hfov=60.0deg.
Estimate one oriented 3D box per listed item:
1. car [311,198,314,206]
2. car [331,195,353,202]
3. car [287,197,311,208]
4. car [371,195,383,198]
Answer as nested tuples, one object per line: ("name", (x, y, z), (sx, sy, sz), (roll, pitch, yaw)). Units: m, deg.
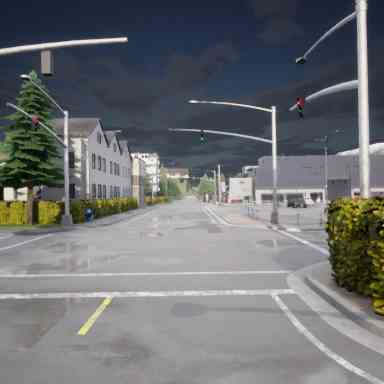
("car", (19.093, 1.573, 56.161), (1.970, 1.475, 3.806), (-1, -1, 0))
("car", (25.508, 1.398, 56.498), (2.152, 1.636, 5.027), (-1, -1, 0))
("car", (15.444, 1.629, 49.105), (2.007, 1.523, 4.514), (-1, -1, 0))
("car", (19.128, 1.183, 31.236), (1.905, 1.878, 3.866), (-1, -1, 0))
